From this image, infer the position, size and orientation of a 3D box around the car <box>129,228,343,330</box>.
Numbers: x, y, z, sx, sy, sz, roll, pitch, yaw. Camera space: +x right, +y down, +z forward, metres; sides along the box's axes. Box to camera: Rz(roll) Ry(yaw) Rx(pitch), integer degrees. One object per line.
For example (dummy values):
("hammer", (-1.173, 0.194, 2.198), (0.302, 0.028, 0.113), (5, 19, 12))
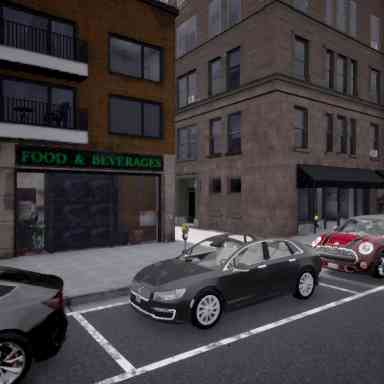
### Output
("car", (0.880, 1.551, 6.815), (4.403, 1.369, 2.008), (0, 0, -35))

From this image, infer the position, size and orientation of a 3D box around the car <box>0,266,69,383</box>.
("car", (-3.615, 1.566, 3.614), (4.313, 1.339, 1.947), (0, 0, -35))

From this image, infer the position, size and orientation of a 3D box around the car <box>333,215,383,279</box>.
("car", (5.375, 1.443, 10.016), (4.097, 1.590, 1.967), (0, 0, -35))
